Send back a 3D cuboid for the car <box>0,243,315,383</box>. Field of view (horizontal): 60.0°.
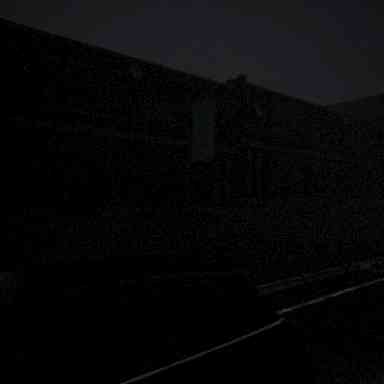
[{"bbox_3d":[-1.163,1.369,2.401,4.553,1.767,2.097,1,-1,-37],"label":"car"}]
